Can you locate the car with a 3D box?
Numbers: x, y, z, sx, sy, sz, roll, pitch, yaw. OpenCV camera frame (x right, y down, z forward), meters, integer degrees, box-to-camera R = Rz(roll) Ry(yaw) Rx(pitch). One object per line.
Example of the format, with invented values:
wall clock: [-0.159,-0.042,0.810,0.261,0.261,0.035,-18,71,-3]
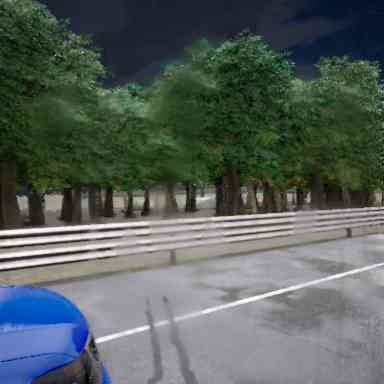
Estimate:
car: [-3.166,1.229,1.490,5.566,2.045,2.150,0,0,-35]
